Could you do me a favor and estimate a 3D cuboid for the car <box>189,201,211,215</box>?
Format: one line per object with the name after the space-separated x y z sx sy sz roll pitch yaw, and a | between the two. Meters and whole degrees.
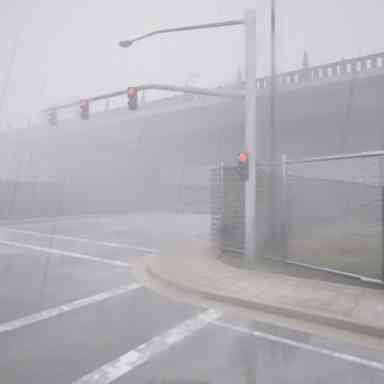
2.122 1.647 34.030 1.895 1.301 4.718 0 0 35 | car

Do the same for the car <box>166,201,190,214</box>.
-0.730 1.645 36.059 1.895 1.301 4.718 0 0 35 | car
